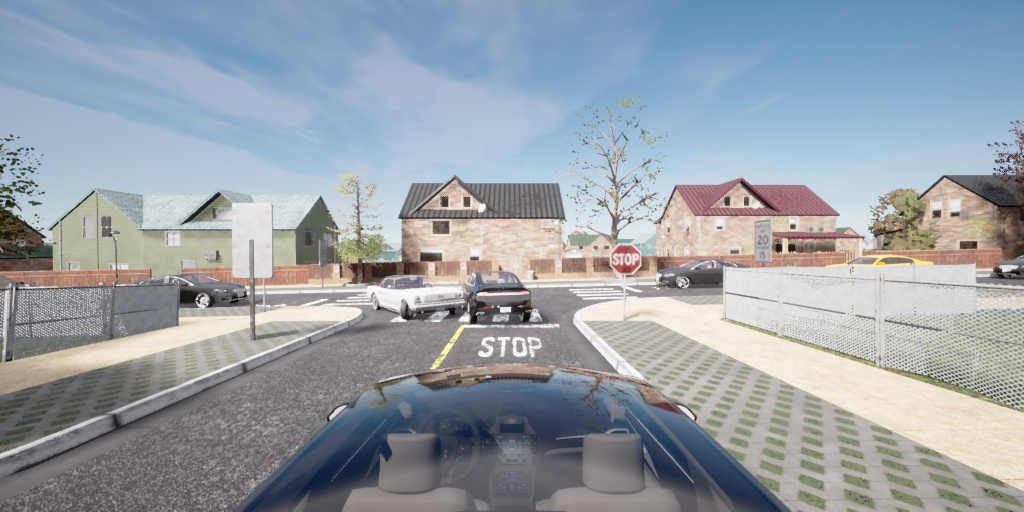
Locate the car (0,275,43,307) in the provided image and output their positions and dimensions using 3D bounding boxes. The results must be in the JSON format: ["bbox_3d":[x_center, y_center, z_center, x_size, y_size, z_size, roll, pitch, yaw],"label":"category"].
[{"bbox_3d":[-24.231,1.647,16.388,4.553,1.767,2.097,-1,1,0],"label":"car"}]

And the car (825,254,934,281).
[{"bbox_3d":[19.772,0.690,19.493,5.008,1.535,1.882,-1,1,0],"label":"car"}]

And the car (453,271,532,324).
[{"bbox_3d":[-0.679,1.242,12.060,2.128,1.511,4.902,0,0,-12],"label":"car"}]

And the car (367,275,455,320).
[{"bbox_3d":[-3.596,1.367,12.921,1.895,1.301,4.718,0,0,-38],"label":"car"}]

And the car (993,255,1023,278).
[{"bbox_3d":[29.396,0.478,19.525,4.902,1.511,2.128,-1,1,0],"label":"car"}]

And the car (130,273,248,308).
[{"bbox_3d":[-14.893,1.566,16.423,4.902,1.511,2.128,-1,1,0],"label":"car"}]

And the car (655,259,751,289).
[{"bbox_3d":[10.341,0.925,19.462,4.902,1.511,2.128,-1,1,0],"label":"car"}]
